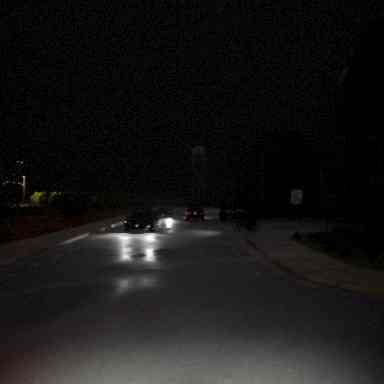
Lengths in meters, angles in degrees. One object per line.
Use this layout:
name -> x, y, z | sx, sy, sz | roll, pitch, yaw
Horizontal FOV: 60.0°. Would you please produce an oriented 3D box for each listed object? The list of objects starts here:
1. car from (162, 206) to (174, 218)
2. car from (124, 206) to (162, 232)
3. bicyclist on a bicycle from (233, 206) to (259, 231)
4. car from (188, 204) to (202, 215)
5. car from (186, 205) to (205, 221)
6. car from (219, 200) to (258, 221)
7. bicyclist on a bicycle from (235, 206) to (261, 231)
car -> -3.171, 2.275, 39.140 | 1.895, 1.301, 4.718 | 0, -1, 1
car -> -3.399, 1.894, 23.034 | 1.837, 1.490, 4.892 | 0, -1, 1
bicyclist on a bicycle -> 3.486, 1.797, 22.003 | 1.656, 1.620, 0.582 | -1, 0, -11
car -> 0.453, 2.407, 45.678 | 1.895, 1.301, 4.718 | 0, -1, 1
car -> 0.355, 2.129, 33.831 | 2.033, 1.411, 5.357 | 0, -2, 1
car -> 4.432, 1.731, 31.818 | 1.905, 1.878, 3.866 | -6, 2, -42
bicyclist on a bicycle -> 3.799, 1.799, 22.545 | 1.656, 1.620, 0.582 | 0, -1, -18
